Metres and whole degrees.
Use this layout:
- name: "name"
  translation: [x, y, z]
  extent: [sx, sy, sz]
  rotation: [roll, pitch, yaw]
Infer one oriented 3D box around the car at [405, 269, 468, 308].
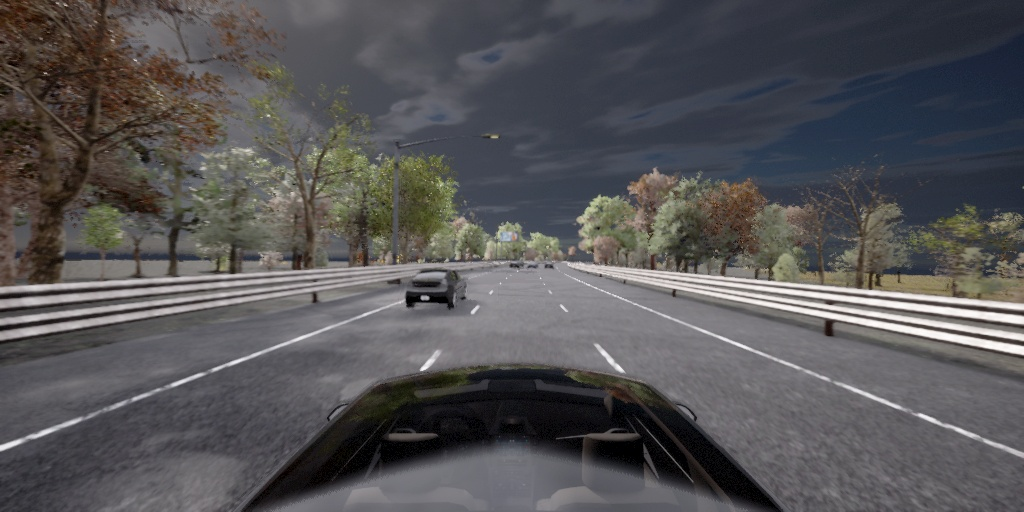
- name: "car"
  translation: [-3.087, 1.299, 15.410]
  extent: [1.837, 1.490, 4.892]
  rotation: [1, 0, 2]
